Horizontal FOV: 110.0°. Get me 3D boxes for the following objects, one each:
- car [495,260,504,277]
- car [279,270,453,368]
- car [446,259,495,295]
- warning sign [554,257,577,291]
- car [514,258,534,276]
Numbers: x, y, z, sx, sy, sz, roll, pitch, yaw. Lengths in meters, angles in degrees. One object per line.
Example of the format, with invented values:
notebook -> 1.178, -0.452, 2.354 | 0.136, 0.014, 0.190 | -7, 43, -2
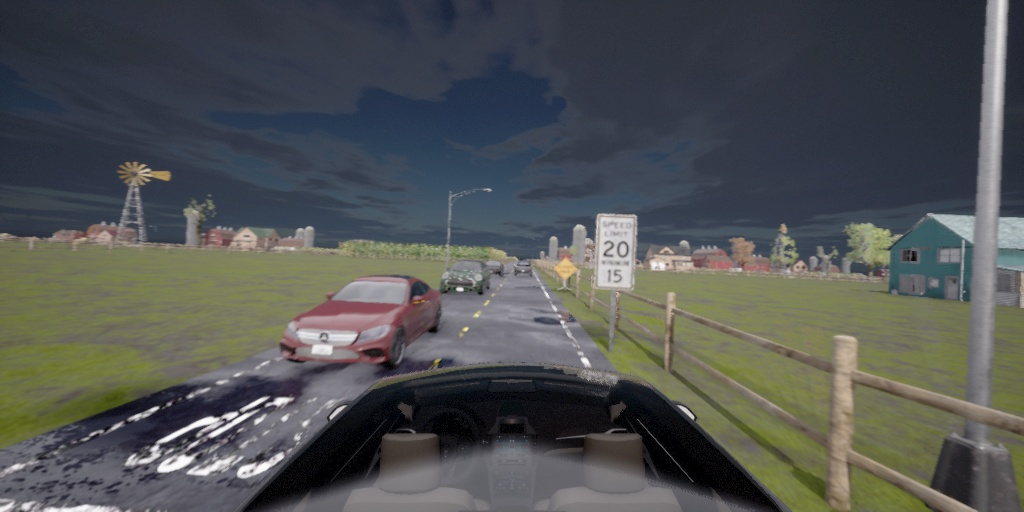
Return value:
car -> -1.777, 1.135, 34.304 | 1.882, 1.535, 5.008 | 3, 0, 2
car -> -2.743, 1.143, 7.685 | 1.812, 1.442, 4.674 | 3, 0, 2
car -> -2.334, 0.982, 19.011 | 2.097, 1.767, 4.553 | 3, 0, 2
warning sign -> 2.973, 0.991, 20.299 | 1.300, 1.860, 1.060 | 0, 0, 2
car -> 1.212, 1.292, 37.861 | 2.128, 1.511, 4.902 | 3, 0, 2
